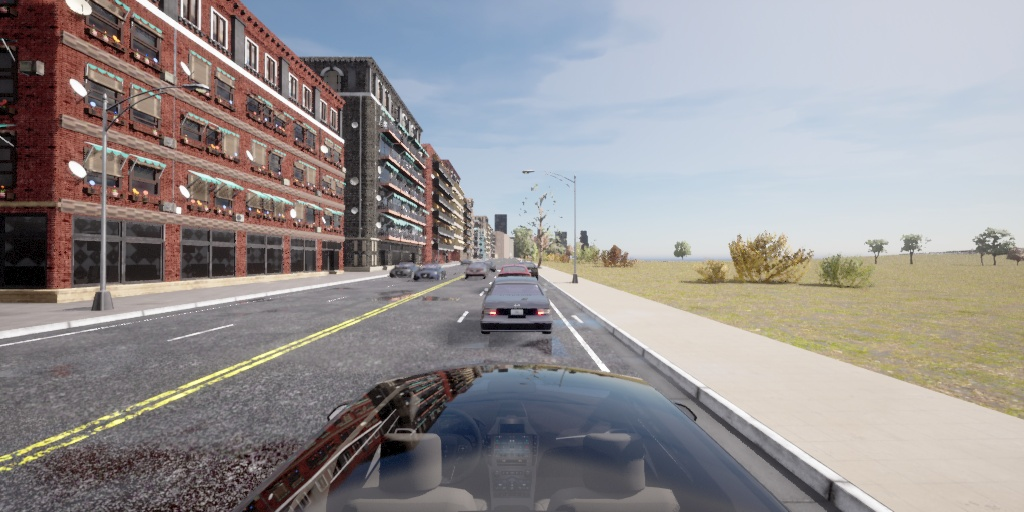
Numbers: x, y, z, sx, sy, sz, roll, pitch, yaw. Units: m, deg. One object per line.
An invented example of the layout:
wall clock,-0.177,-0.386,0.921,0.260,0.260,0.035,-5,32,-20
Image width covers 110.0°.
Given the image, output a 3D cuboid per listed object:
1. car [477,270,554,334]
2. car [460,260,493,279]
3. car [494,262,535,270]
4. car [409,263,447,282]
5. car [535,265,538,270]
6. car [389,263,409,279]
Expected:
car,0.115,1.299,10.545,2.033,1.411,5.357,0,0,0
car,-3.099,1.301,32.469,2.033,1.411,5.357,0,0,0
car,0.139,1.231,21.085,1.882,1.535,5.008,0,0,0
car,-6.550,1.318,29.009,1.994,1.385,4.181,0,0,0
car,1.192,1.232,30.522,1.882,1.535,5.008,0,0,0
car,-9.792,1.318,33.035,1.994,1.385,4.181,0,0,0
